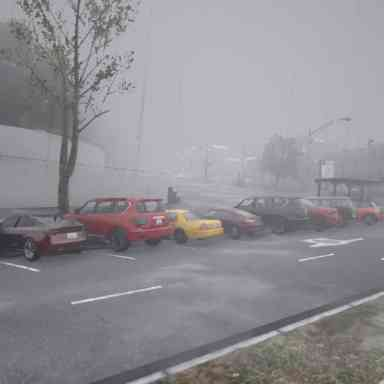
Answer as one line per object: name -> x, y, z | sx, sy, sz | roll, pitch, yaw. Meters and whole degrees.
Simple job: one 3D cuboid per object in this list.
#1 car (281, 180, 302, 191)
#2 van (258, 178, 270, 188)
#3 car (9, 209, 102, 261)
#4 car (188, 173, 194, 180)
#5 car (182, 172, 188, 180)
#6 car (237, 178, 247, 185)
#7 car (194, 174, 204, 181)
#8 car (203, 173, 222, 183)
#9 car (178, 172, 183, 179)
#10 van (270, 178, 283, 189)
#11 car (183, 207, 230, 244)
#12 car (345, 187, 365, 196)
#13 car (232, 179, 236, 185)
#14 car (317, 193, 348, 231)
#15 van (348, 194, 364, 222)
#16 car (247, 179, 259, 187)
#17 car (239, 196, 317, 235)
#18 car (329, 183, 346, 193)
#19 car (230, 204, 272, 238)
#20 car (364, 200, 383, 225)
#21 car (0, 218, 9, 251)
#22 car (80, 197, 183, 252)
car -> 19.327, -0.993, 62.794 | 2.231, 1.521, 4.892 | 7, 3, 35
van -> 15.836, -1.765, 67.626 | 1.878, 1.987, 4.442 | 7, 4, 35
car -> -5.894, 1.523, 12.347 | 4.792, 1.488, 2.163 | -1, -1, 35
car -> 1.927, -3.851, 87.368 | 2.185, 1.767, 4.553 | 6, 3, 34
car -> 0.196, -4.086, 89.837 | 2.185, 1.767, 4.553 | 4, 1, 33
car -> 12.428, -2.044, 72.676 | 2.002, 1.452, 4.674 | 7, 4, 35
car -> 3.722, -3.699, 84.903 | 2.435, 2.045, 5.566 | 7, 3, 34
car -> 5.575, -3.177, 82.644 | 1.946, 1.575, 5.366 | 7, 3, 34
car -> -1.577, -4.363, 92.183 | 2.435, 2.045, 5.566 | 1, -1, 34
van -> 17.566, -1.492, 65.155 | 1.878, 1.987, 4.442 | 7, 4, 35
car -> -1.131, 1.502, 15.922 | 5.366, 1.575, 1.946 | -1, -1, 35
car -> 26.234, 0.136, 52.940 | 2.002, 1.452, 4.674 | 7, 3, 35
car -> 10.684, -2.318, 75.137 | 2.002, 1.452, 4.674 | 7, 3, 35
car -> 6.413, 1.266, 21.016 | 5.566, 2.045, 2.435 | -1, -1, 35
van -> 8.951, 1.296, 22.687 | 4.442, 1.987, 1.878 | -1, -1, 35
car -> 14.260, -1.813, 70.356 | 1.946, 1.575, 5.366 | 7, 3, 35
car -> 3.901, 1.262, 19.310 | 5.566, 2.045, 2.435 | -1, -1, 35
car -> 24.542, -0.427, 55.411 | 2.435, 2.045, 5.566 | 7, 3, 35
car -> 1.474, 1.548, 17.551 | 4.674, 1.452, 2.002 | -1, -1, 35
car -> 11.359, 1.402, 24.439 | 4.553, 1.767, 2.185 | -1, -1, 35
car -> -8.313, 1.492, 10.599 | 4.892, 1.521, 2.231 | -1, -1, 34
car -> -3.450, 1.247, 14.093 | 5.566, 2.045, 2.435 | -1, -1, 34
